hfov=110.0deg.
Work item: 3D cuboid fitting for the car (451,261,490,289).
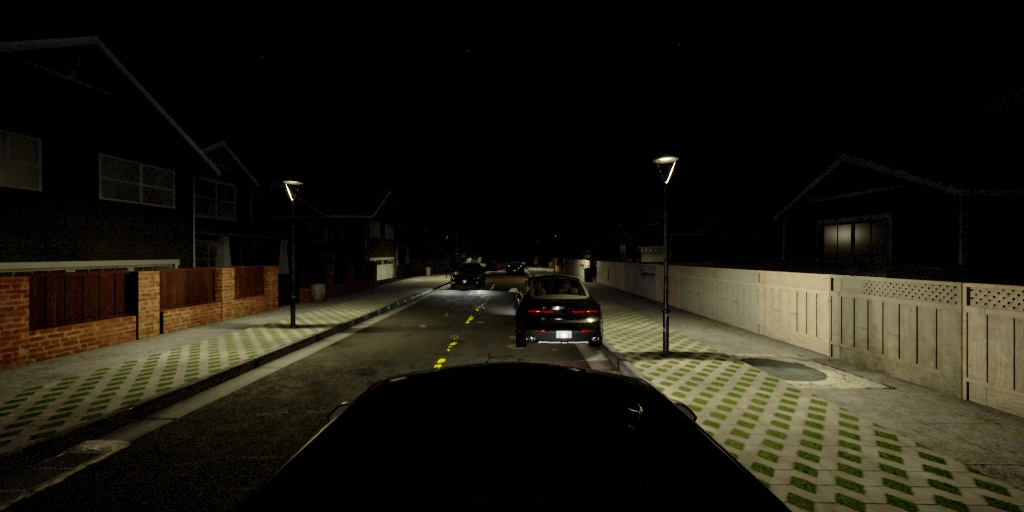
[{"bbox_3d":[-2.709,1.235,23.075,1.837,1.490,4.892,0,0,0],"label":"car"}]

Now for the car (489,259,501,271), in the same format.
[{"bbox_3d":[-2.448,1.166,48.528,1.882,1.535,5.008,0,0,0],"label":"car"}]

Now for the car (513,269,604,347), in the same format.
[{"bbox_3d":[1.010,1.251,9.265,1.837,1.490,4.892,0,0,0],"label":"car"}]

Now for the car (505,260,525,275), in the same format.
[{"bbox_3d":[0.311,1.198,37.573,2.128,1.511,4.902,0,0,1],"label":"car"}]
